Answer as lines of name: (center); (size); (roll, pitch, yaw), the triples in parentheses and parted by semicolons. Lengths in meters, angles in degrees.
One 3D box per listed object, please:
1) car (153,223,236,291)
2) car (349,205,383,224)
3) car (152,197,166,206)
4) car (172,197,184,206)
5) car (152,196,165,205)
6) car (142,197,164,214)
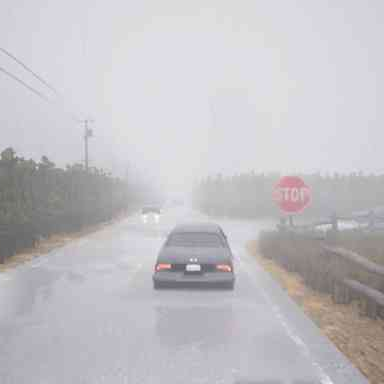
car: (0.144, 1.556, 9.131); (2.033, 1.411, 5.357); (0, 0, 3)
car: (13.849, 1.569, 23.109); (5.357, 1.411, 2.033); (0, 0, 0)
car: (-5.783, 1.617, 58.416); (1.994, 1.385, 4.181); (0, 0, -1)
car: (-2.341, 1.577, 55.579); (1.812, 1.442, 4.674); (0, 0, -2)
car: (-5.104, 1.396, 45.629); (2.097, 1.767, 4.553); (0, 0, -4)
car: (-4.299, 1.581, 35.622); (2.033, 1.411, 5.357); (0, 0, -5)
